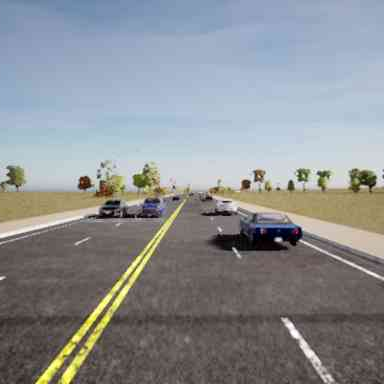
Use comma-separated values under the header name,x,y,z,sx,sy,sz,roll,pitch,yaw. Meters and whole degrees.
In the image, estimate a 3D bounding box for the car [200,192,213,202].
name,x,y,z,sx,sy,sz,roll,pitch,yaw
car,3.224,1.208,66.757,2.128,1.511,4.902,0,0,0

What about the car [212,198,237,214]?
name,x,y,z,sx,sy,sz,roll,pitch,yaw
car,3.336,1.391,32.911,1.812,1.442,4.674,0,0,0

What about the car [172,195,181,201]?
name,x,y,z,sx,sy,sz,roll,pitch,yaw
car,-3.278,1.272,69.979,1.895,1.301,4.718,0,0,0

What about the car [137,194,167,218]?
name,x,y,z,sx,sy,sz,roll,pitch,yaw
car,-3.358,1.235,28.540,2.097,1.767,4.553,0,0,0

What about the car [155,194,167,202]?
name,x,y,z,sx,sy,sz,roll,pitch,yaw
car,-6.528,1.202,70.007,2.128,1.511,4.902,0,0,0

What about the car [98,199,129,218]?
name,x,y,z,sx,sy,sz,roll,pitch,yaw
car,-6.607,1.388,28.451,1.837,1.490,4.892,0,0,0

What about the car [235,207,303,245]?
name,x,y,z,sx,sy,sz,roll,pitch,yaw
car,3.342,1.540,15.059,1.895,1.301,4.718,0,0,0
